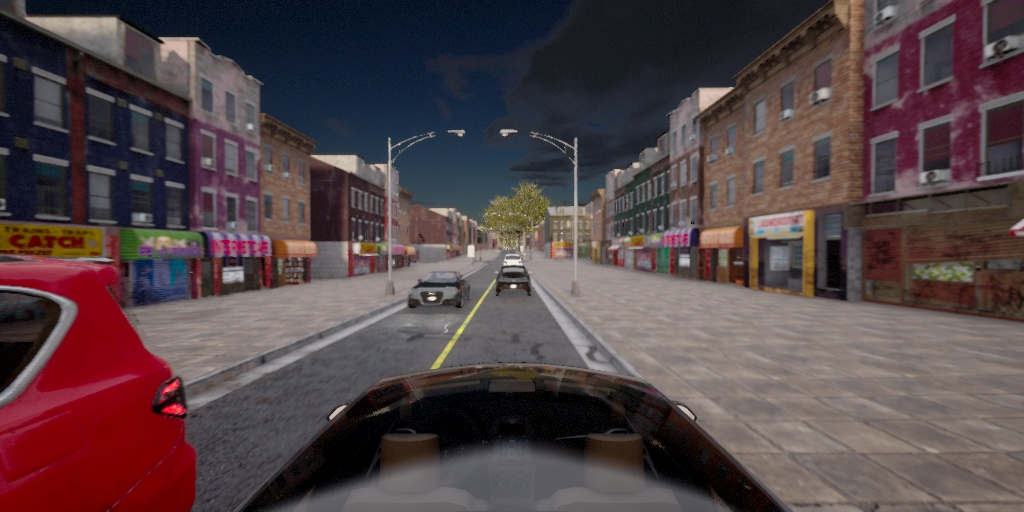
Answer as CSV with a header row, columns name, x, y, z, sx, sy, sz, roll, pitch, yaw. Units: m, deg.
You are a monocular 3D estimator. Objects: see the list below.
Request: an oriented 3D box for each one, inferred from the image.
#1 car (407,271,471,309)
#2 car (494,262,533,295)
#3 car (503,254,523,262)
name,x,y,z,sx,sy,sz,roll,pitch,yaw
car,-2.839,1.308,14.699,1.994,1.385,4.181,0,0,0
car,0.078,1.248,19.973,1.837,1.490,4.892,0,0,0
car,0.085,0.791,41.849,2.150,2.045,5.566,0,1,0
